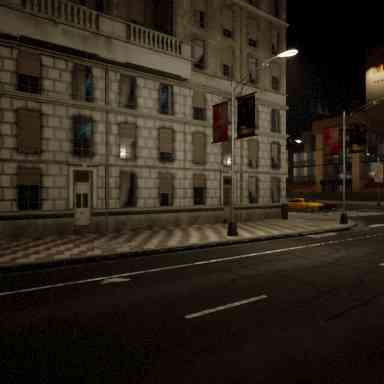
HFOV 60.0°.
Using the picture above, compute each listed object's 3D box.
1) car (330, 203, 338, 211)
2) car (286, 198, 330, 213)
[{"bbox_3d":[15.120,1.601,40.361,1.895,1.301,4.718,0,0,-36],"label":"car"},{"bbox_3d":[12.568,1.478,37.908,1.882,1.535,5.008,0,0,-36],"label":"car"}]
